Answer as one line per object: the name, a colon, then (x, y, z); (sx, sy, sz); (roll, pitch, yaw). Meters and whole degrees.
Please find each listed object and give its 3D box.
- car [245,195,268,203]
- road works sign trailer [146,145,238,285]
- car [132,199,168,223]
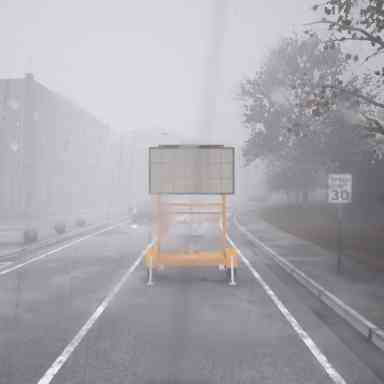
car: (12.068, 1.235, 62.200); (4.902, 1.511, 2.128); (-1, 0, -37)
road works sign trailer: (-0.011, 0.467, 9.484); (2.380, 3.560, 2.880); (0, 0, 0)
car: (-3.091, 1.361, 25.247); (2.097, 1.767, 4.553); (0, 0, 4)
